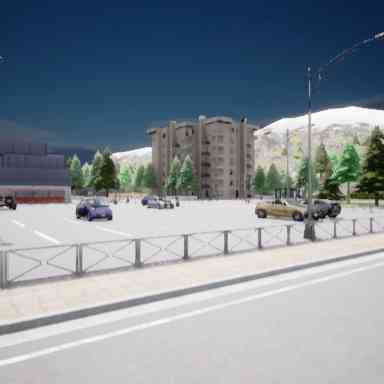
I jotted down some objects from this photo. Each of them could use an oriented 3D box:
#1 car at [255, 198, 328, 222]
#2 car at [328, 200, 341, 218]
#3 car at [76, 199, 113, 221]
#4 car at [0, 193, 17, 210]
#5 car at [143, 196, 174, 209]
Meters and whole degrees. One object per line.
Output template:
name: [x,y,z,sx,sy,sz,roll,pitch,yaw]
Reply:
car: [7.008,1.286,24.762,2.152,1.636,5.027,0,0,-36]
car: [9.520,1.296,26.641,2.007,1.523,4.514,0,0,-36]
car: [-7.088,1.273,24.046,1.845,1.501,3.633,0,0,-36]
car: [-20.876,1.048,36.970,1.932,1.855,4.605,0,0,-36]
car: [-3.802,1.338,39.979,1.970,1.475,3.806,0,0,-36]
